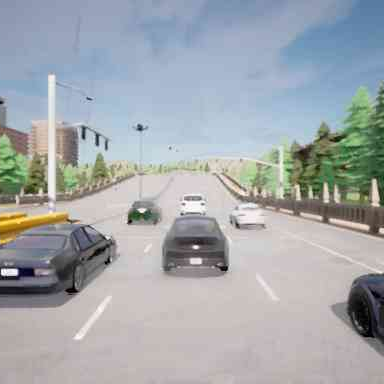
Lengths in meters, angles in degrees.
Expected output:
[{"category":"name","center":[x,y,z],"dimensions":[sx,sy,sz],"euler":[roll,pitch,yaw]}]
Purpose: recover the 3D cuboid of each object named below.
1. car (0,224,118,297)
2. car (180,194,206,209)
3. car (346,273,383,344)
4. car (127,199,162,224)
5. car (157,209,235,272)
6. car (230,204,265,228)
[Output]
[{"category":"car","center":[-3.401,1.543,8.726],"dimensions":[2.033,1.411,5.357],"euler":[0,0,0]},{"category":"car","center":[0.100,1.208,30.659],"dimensions":[2.150,2.045,5.566],"euler":[0,0,0]},{"category":"car","center":[3.599,1.562,3.947],"dimensions":[1.994,1.385,4.181],"euler":[0,0,0]},{"category":"car","center":[-3.401,1.341,24.747],"dimensions":[2.097,1.767,4.553],"euler":[0,0,0]},{"category":"car","center":[0.098,1.500,10.803],"dimensions":[1.837,1.490,4.892],"euler":[0,0,0]},{"category":"car","center":[3.598,1.515,21.958],"dimensions":[1.812,1.442,4.674],"euler":[0,0,0]}]
